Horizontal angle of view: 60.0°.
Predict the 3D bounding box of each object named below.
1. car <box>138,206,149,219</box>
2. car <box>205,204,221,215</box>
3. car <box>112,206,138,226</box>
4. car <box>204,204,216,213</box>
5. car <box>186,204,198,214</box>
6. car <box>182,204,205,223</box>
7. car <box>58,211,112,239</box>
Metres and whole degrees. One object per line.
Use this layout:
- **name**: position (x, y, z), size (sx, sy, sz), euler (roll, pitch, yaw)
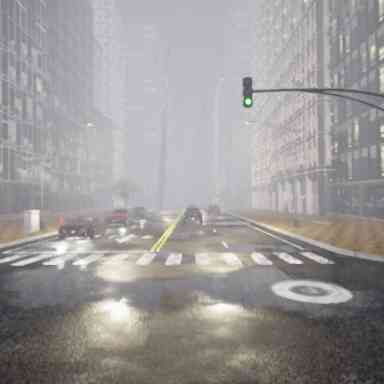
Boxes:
- **car**: position (-6.520, 2.507, 41.125), size (1.882, 1.535, 5.008), euler (-1, -1, 0)
- **car**: position (3.230, 2.631, 49.983), size (1.882, 1.535, 5.008), euler (-1, -1, 0)
- **car**: position (-6.584, 2.248, 30.753), size (1.882, 1.535, 5.008), euler (-1, -1, 1)
- **car**: position (3.228, 2.936, 60.398), size (1.812, 1.442, 4.674), euler (-1, -1, 0)
- **car**: position (0.040, 2.863, 56.887), size (1.837, 1.490, 4.892), euler (-1, -1, 0)
- **car**: position (0.085, 2.270, 33.196), size (1.837, 1.490, 4.892), euler (-1, -1, 0)
- **car**: position (-6.603, 2.075, 20.430), size (1.994, 1.385, 4.181), euler (-1, -1, 0)
